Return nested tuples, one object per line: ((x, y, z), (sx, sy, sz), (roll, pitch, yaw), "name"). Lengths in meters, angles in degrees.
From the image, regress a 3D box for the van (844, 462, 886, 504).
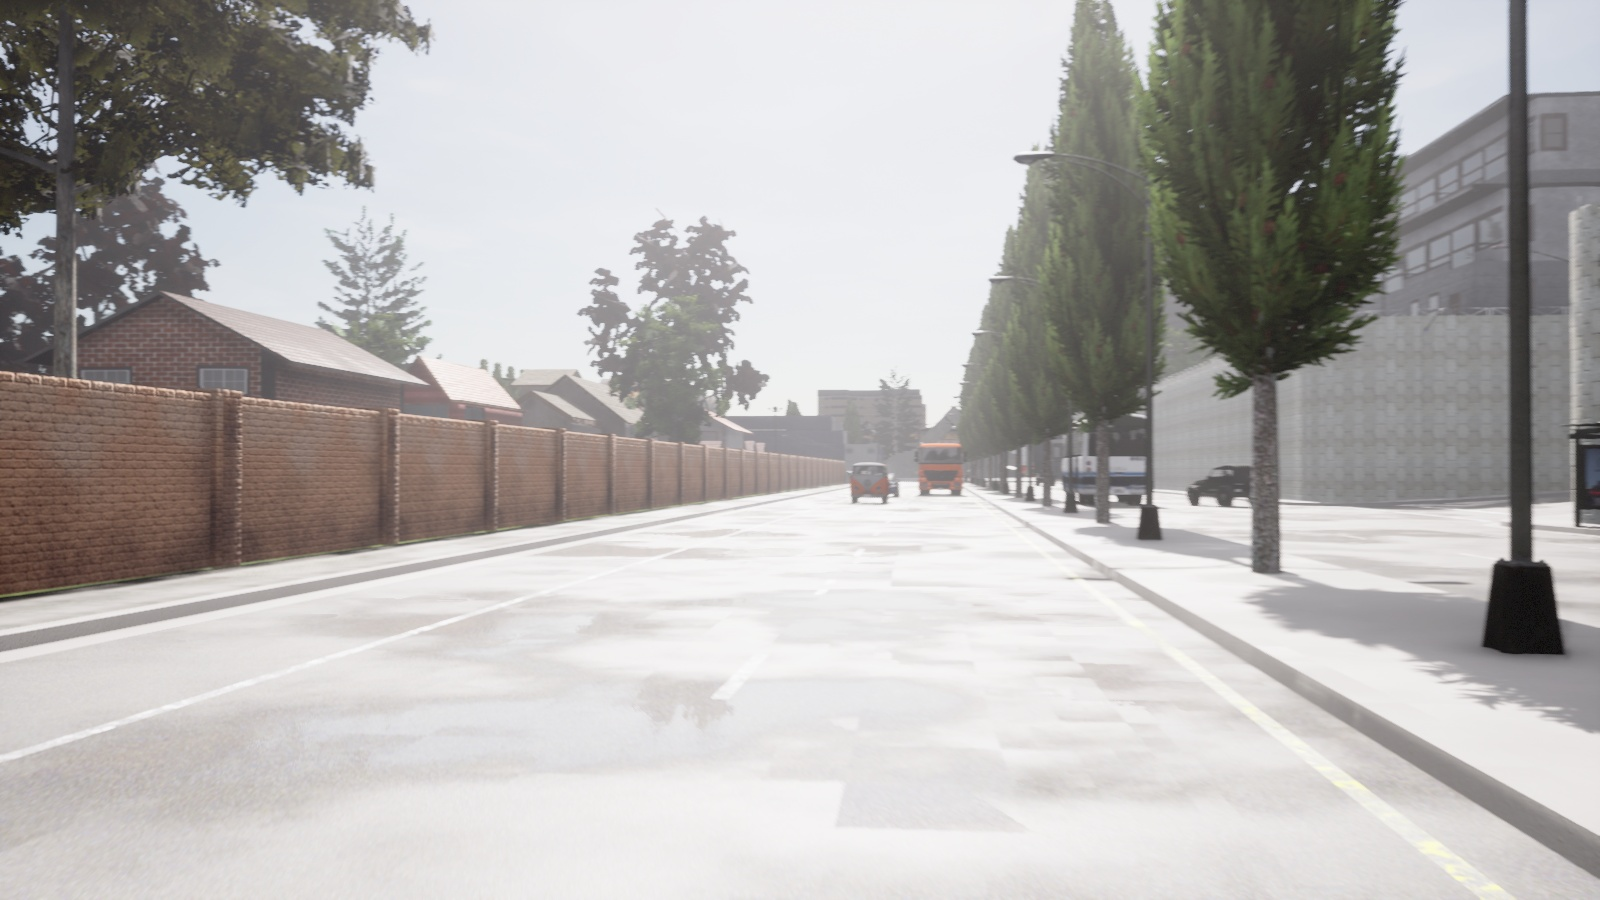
((3.216, 1.577, 61.245), (1.775, 1.987, 4.442), (0, -1, 6), "van")

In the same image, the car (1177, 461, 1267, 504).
((19.086, 1.457, 56.986), (1.905, 1.878, 3.866), (0, -1, -18), "car")

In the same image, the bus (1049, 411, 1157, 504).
((14.951, 0.417, 62.950), (3.944, 4.253, 10.273), (0, -1, 6), "bus")

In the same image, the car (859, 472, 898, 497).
((4.826, 2.072, 76.512), (2.163, 1.488, 4.792), (0, -1, 6), "car")

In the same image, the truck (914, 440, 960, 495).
((9.121, 1.193, 83.941), (2.891, 3.462, 7.936), (0, -1, 6), "truck")
